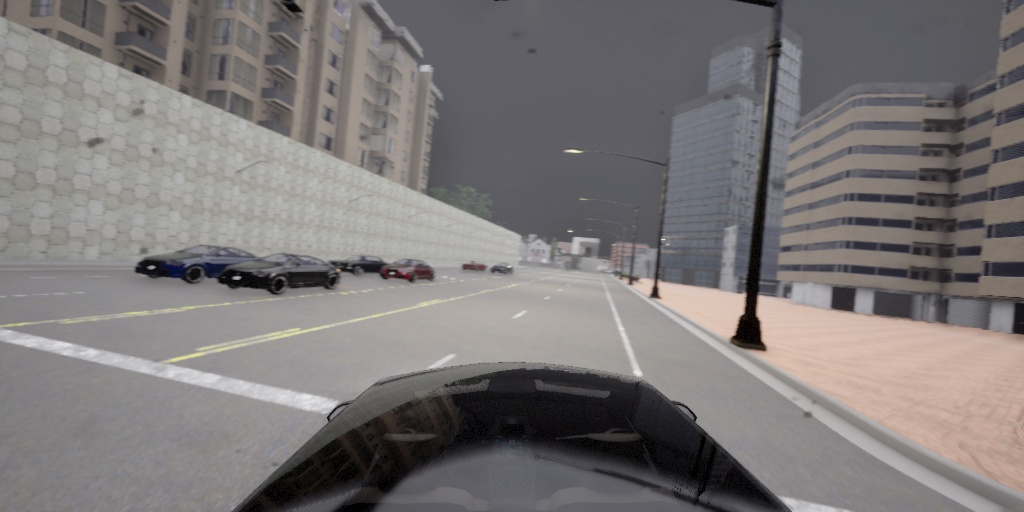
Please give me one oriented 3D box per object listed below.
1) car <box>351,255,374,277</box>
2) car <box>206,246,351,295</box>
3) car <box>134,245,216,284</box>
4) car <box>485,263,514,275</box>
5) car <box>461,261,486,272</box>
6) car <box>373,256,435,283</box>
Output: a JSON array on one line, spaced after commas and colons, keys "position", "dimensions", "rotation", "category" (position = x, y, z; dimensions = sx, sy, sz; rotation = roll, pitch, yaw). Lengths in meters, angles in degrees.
[{"position": [-9.803, 0.588, 23.427], "dimensions": [1.895, 1.301, 4.718], "rotation": [5, 0, 13], "category": "car"}, {"position": [-8.549, 0.588, 13.654], "dimensions": [1.994, 1.385, 4.181], "rotation": [5, -1, 13], "category": "car"}, {"position": [-11.985, 0.262, 14.289], "dimensions": [1.994, 1.385, 4.181], "rotation": [5, -1, 13], "category": "car"}, {"position": [-1.145, 1.551, 44.449], "dimensions": [2.033, 1.411, 5.357], "rotation": [5, -1, 14], "category": "car"}, {"position": [-4.666, 1.267, 44.749], "dimensions": [1.895, 1.301, 4.718], "rotation": [5, -1, 14], "category": "car"}, {"position": [-6.439, 0.868, 22.544], "dimensions": [1.994, 1.385, 4.181], "rotation": [5, -1, 13], "category": "car"}]
